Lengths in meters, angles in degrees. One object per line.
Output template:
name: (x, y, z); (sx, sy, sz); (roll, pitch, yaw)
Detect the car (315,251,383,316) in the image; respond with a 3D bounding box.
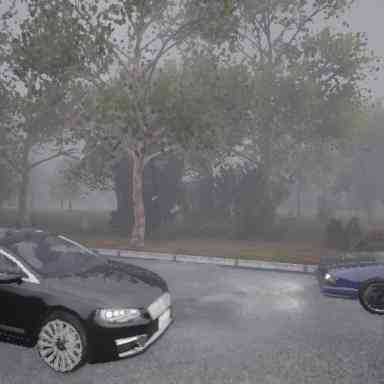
car: (5.289, 1.625, 6.485); (5.357, 1.411, 2.033); (1, 0, 16)

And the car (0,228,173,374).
car: (-2.716, 1.373, 5.238); (4.902, 1.511, 2.128); (2, 0, 16)
